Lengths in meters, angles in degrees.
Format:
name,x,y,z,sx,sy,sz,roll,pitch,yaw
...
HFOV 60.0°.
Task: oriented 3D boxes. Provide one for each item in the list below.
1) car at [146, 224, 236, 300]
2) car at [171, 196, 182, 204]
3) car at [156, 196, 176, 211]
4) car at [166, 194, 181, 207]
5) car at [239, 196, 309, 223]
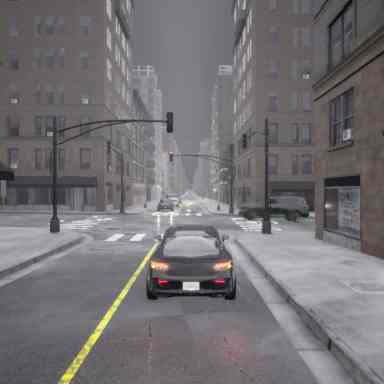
name,x,y,z,sx,sy,sz,roll,pitch,yaw
car,-0.012,1.527,8.280,1.812,1.442,4.674,0,0,0
car,-3.164,1.650,67.928,2.033,1.411,5.357,0,0,0
car,-3.202,1.555,40.889,1.837,1.490,4.892,0,0,-2
car,-3.210,1.295,52.288,2.150,2.045,5.566,0,0,0
car,6.627,1.370,27.169,5.566,2.045,2.150,1,0,6
